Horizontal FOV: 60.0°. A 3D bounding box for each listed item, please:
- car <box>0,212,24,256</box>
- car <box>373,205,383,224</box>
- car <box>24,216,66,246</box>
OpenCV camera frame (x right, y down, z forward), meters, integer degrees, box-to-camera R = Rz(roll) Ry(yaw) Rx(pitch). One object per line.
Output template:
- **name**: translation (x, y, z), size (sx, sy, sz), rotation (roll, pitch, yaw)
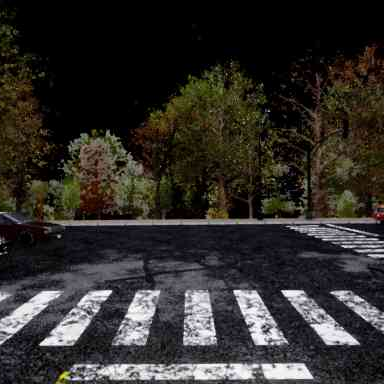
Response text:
- **car**: translation (-8.239, 1.484, 10.526), size (4.902, 1.511, 2.128), rotation (-1, -1, 15)
- **car**: translation (14.633, 1.127, 21.157), size (5.566, 2.045, 2.150), rotation (-1, -1, 1)
- **car**: translation (-8.553, 1.600, 14.786), size (5.357, 1.411, 2.033), rotation (-1, -1, 1)
